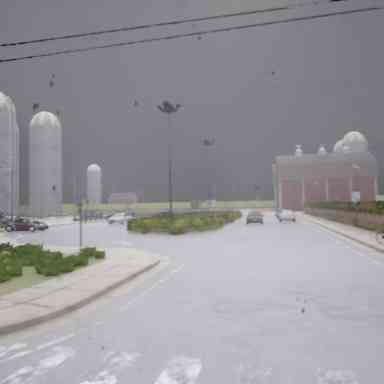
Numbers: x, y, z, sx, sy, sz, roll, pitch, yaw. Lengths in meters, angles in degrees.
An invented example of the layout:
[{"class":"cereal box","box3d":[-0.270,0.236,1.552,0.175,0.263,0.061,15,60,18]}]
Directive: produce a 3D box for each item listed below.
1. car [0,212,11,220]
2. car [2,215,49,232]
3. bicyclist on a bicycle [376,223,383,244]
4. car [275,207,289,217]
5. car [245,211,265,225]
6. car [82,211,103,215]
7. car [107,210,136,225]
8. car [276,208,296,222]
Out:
[{"class":"car","box3d":[-26.868,3.873,48.201,3.866,1.878,1.905,-2,-2,13]},{"class":"car","box3d":[-16.458,3.246,33.275,3.905,1.438,1.784,-2,-2,13]},{"class":"bicyclist on a bicycle","box3d":[9.885,1.750,16.299,1.656,1.620,0.582,-2,-2,13]},{"class":"car","box3d":[15.620,3.497,58.141,2.128,1.511,4.902,-2,-2,13]},{"class":"car","box3d":[7.090,2.860,37.233,1.837,1.490,4.892,-2,-2,13]},{"class":"car","box3d":[-21.550,4.871,71.796,4.611,1.667,2.242,-2,-2,13]},{"class":"car","box3d":[-9.259,3.494,43.319,1.812,1.442,4.674,-2,-2,13]},{"class":"car","box3d":[11.583,2.913,40.521,1.812,1.442,4.674,-2,-2,14]}]
